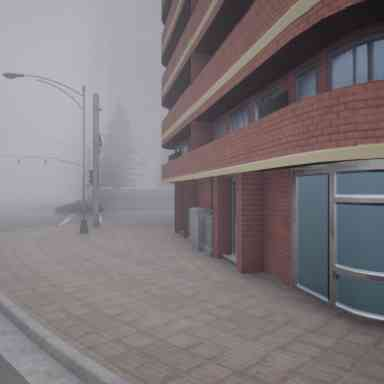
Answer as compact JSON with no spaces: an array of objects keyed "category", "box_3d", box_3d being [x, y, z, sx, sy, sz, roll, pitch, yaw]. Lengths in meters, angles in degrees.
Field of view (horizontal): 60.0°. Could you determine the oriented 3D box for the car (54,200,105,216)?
[{"category":"car","box_3d":[-10.842,1.494,32.313,4.674,1.442,1.812,1,0,-14]}]
